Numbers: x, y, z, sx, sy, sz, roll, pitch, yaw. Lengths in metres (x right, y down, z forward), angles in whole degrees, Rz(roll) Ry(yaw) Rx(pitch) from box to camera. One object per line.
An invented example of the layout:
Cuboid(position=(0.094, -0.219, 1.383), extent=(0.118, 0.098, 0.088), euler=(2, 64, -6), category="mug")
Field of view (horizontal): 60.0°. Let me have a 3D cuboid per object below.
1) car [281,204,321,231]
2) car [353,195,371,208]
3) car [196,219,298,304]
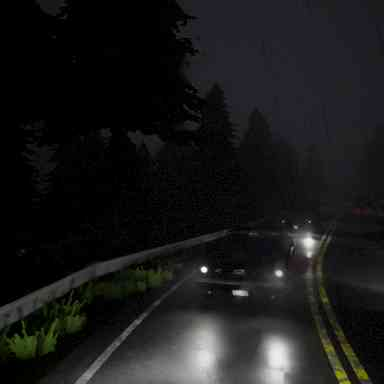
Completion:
Cuboid(position=(6.670, 1.460, 20.051), extent=(2.033, 1.411, 5.357), euler=(-2, 0, 26), category="car")
Cuboid(position=(20.627, 1.058, 40.232), extent=(2.128, 1.511, 4.902), euler=(-2, 0, 28), category="car")
Cuboid(position=(1.587, 1.598, 8.411), extent=(1.895, 1.301, 4.718), euler=(-1, 0, 18), category="car")
